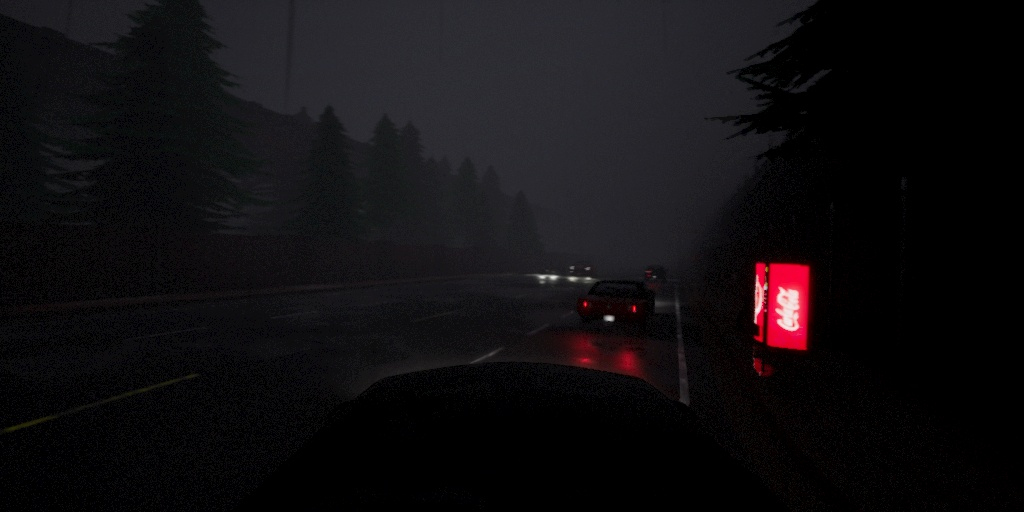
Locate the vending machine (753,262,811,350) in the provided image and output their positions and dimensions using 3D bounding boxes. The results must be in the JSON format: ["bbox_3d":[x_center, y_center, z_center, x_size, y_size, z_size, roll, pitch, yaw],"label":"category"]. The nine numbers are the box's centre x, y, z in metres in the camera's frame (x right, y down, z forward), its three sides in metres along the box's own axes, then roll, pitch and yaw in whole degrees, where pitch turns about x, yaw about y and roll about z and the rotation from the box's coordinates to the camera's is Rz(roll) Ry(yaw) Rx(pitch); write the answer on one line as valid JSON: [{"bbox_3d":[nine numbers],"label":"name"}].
[{"bbox_3d":[6.294,1.136,8.435,1.100,2.100,0.880,0,0,24],"label":"vending machine"}]

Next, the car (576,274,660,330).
[{"bbox_3d":[3.616,1.444,11.834,1.895,1.301,4.718,2,0,25],"label":"car"}]

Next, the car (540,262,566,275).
[{"bbox_3d":[4.571,1.370,39.856,1.994,1.385,4.181,2,0,24],"label":"car"}]

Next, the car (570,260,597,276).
[{"bbox_3d":[7.690,1.264,38.254,2.097,1.767,4.553,2,0,24],"label":"car"}]

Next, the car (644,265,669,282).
[{"bbox_3d":[13.577,1.621,33.820,1.837,1.490,4.892,2,0,24],"label":"car"}]

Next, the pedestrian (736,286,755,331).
[{"bbox_3d":[6.263,1.360,9.492,0.375,1.300,0.375,2,0,24],"label":"pedestrian"}]
